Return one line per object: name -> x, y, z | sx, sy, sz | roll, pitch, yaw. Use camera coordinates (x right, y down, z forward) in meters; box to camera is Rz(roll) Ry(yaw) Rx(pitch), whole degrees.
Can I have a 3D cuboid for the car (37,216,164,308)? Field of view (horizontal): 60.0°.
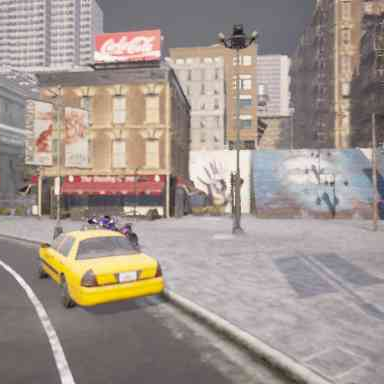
car -> -2.621, 1.588, 8.362 | 1.801, 1.575, 5.366 | 1, -1, -34
